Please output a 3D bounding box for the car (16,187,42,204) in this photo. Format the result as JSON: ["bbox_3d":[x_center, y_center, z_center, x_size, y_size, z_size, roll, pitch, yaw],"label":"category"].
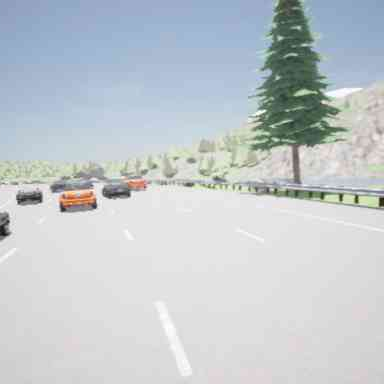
[{"bbox_3d":[-14.072,0.252,28.921,1.895,1.301,4.718,-5,5,-23],"label":"car"}]

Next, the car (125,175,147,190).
[{"bbox_3d":[-6.815,-1.135,38.060,2.097,1.767,4.553,-6,5,-26],"label":"car"}]

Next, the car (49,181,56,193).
[{"bbox_3d":[-17.383,-0.738,43.513,1.837,1.490,4.892,-5,5,-29],"label":"car"}]

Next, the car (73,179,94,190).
[{"bbox_3d":[-15.378,-1.066,46.988,1.994,1.385,4.181,-6,5,-29],"label":"car"}]

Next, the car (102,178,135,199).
[{"bbox_3d":[-6.724,-0.260,29.212,1.994,1.385,4.181,-5,5,-23],"label":"car"}]

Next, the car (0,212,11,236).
[{"bbox_3d":[-7.497,1.196,11.013,1.895,1.301,4.718,-5,4,-17],"label":"car"}]

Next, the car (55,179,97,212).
[{"bbox_3d":[-7.532,0.136,21.776,2.097,1.767,4.553,-5,5,-20],"label":"car"}]
